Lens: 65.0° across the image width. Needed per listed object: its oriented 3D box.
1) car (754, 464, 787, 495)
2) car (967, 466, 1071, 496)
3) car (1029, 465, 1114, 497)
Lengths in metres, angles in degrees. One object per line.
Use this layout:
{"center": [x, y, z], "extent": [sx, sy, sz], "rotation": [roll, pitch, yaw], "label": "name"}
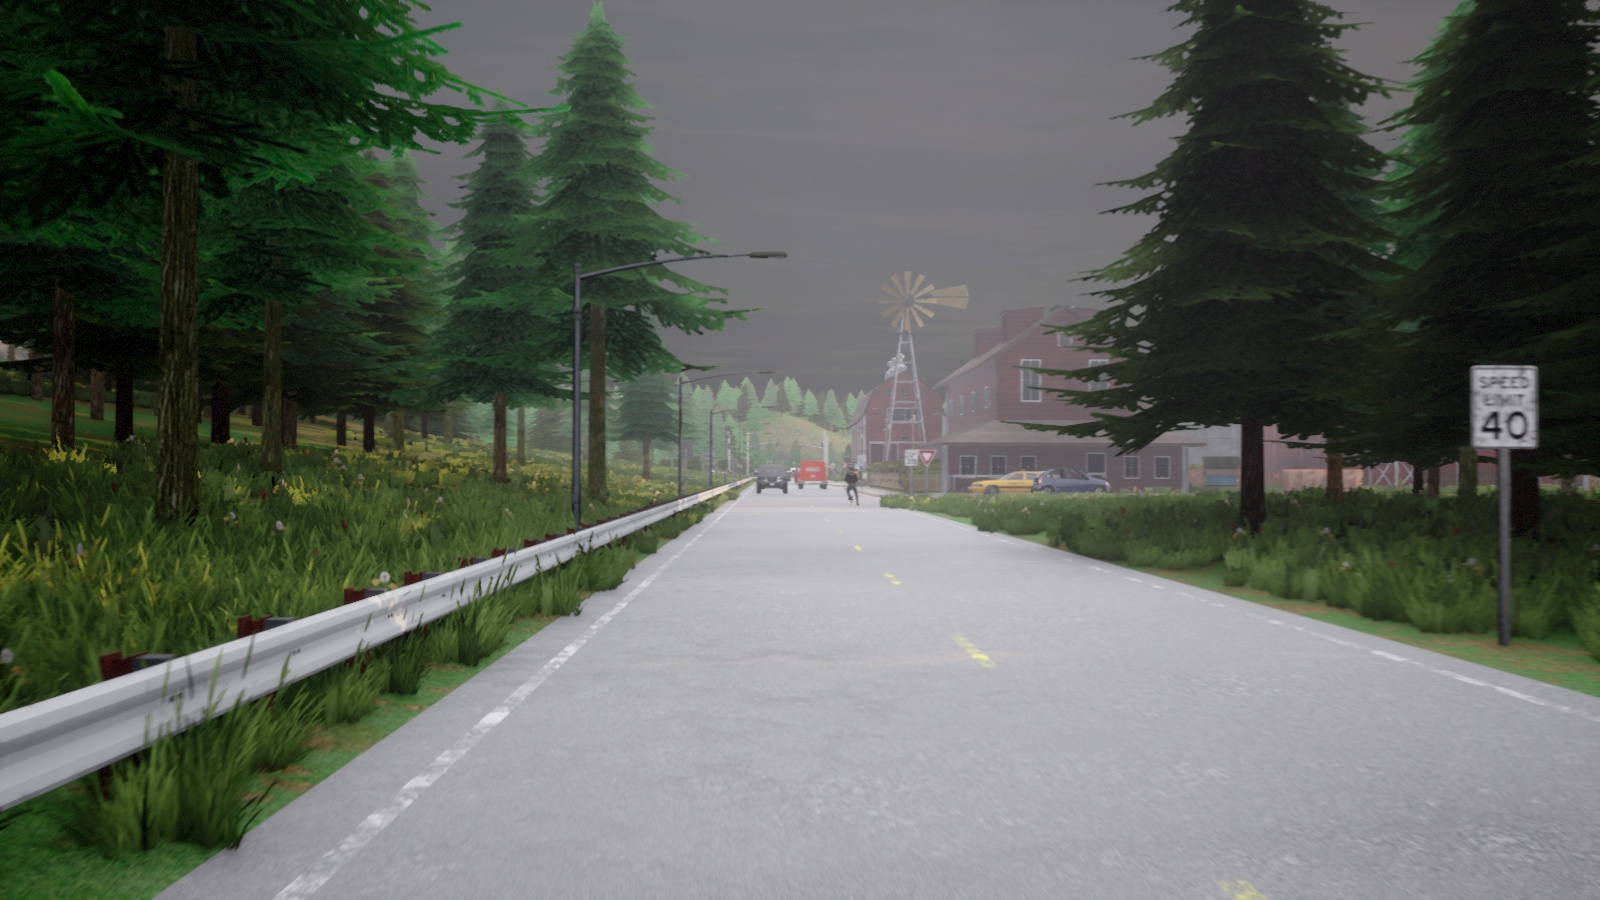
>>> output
{"center": [-2.043, 1.998, 86.818], "extent": [2.150, 2.045, 5.566], "rotation": [0, -1, -1], "label": "car"}
{"center": [11.926, 1.701, 68.660], "extent": [5.366, 1.575, 1.801], "rotation": [0, -1, -1], "label": "car"}
{"center": [14.049, 1.591, 65.200], "extent": [3.988, 1.617, 1.851], "rotation": [0, -1, -1], "label": "car"}
